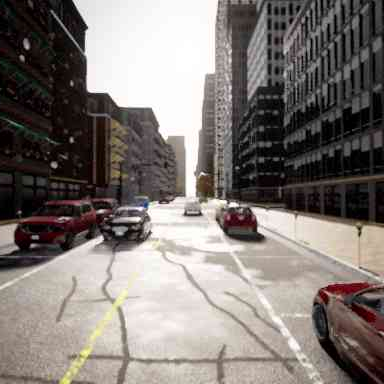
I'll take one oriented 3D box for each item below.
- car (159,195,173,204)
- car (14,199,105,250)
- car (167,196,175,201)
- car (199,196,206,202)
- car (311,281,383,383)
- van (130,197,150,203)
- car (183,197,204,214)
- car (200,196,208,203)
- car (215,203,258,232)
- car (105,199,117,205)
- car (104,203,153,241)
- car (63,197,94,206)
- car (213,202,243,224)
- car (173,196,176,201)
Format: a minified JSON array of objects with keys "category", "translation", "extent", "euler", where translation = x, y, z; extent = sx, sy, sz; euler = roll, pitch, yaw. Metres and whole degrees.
[{"category":"car","translation":[-5.710,1.499,69.091],"extent":[2.192,1.841,5.009],"euler":[0,0,0]},{"category":"car","translation":[-5.690,1.332,14.593],"extent":[2.192,1.841,5.009],"euler":[1,0,0]},{"category":"car","translation":[-5.722,1.882,91.740],"extent":[1.802,1.307,4.206],"euler":[0,0,0]},{"category":"car","translation":[2.661,1.794,86.251],"extent":[1.752,1.417,4.829],"euler":[0,0,0]},{"category":"car","translation":[2.697,1.586,3.548],"extent":[1.802,1.307,4.206],"euler":[1,0,0]},{"category":"van","translation":[-5.674,1.405,36.685],"extent":[1.690,1.788,3.998],"euler":[1,0,0]},{"category":"car","translation":[0.087,1.586,35.621],"extent":[1.812,1.442,4.674],"euler":[0,0,0]},{"category":"car","translation":[2.666,1.735,74.926],"extent":[1.752,1.417,4.829],"euler":[0,0,0]},{"category":"car","translation":[2.698,1.466,20.118],"extent":[1.967,1.590,4.097],"euler":[1,0,0]},{"category":"car","translation":[-5.695,1.340,20.115],"extent":[2.192,1.841,5.009],"euler":[1,0,0]},{"category":"car","translation":[-3.101,1.511,16.727],"extent":[2.128,1.511,4.902],"euler":[0,0,0]},{"category":"car","translation":[-19.077,1.611,56.088],"extent":[4.507,1.381,1.887],"euler":[0,-1,0]},{"category":"car","translation":[2.697,1.562,25.812],"extent":[1.752,1.417,4.829],"euler":[1,0,0]},{"category":"car","translation":[-5.720,1.833,86.077],"extent":[1.947,1.339,4.313],"euler":[0,0,0]}]
